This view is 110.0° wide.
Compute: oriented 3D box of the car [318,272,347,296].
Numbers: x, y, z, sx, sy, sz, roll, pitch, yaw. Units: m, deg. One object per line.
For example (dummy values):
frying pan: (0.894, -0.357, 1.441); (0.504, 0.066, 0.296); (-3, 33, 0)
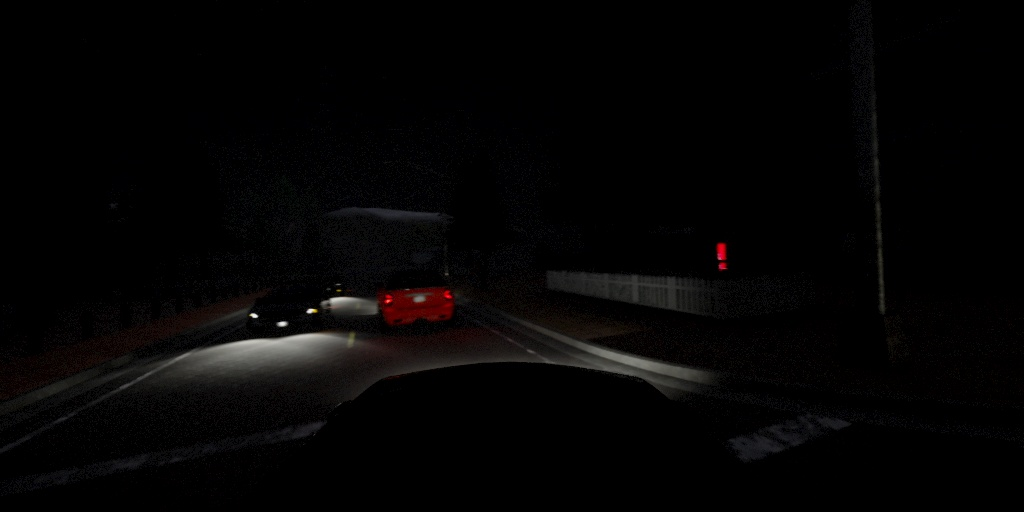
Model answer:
car: (-11.231, 1.699, 21.897); (1.994, 1.385, 4.181); (-2, 0, -22)

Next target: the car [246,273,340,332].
car: (-7.487, 1.563, 12.579); (2.033, 1.411, 5.357); (-2, 0, -22)

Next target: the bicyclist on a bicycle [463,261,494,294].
bicyclist on a bicycle: (-1.686, 1.074, 18.156); (1.656, 1.620, 0.582); (-3, 0, -22)

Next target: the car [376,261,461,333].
car: (-3.268, 1.207, 11.700); (2.097, 1.767, 4.553); (-2, 0, -21)
